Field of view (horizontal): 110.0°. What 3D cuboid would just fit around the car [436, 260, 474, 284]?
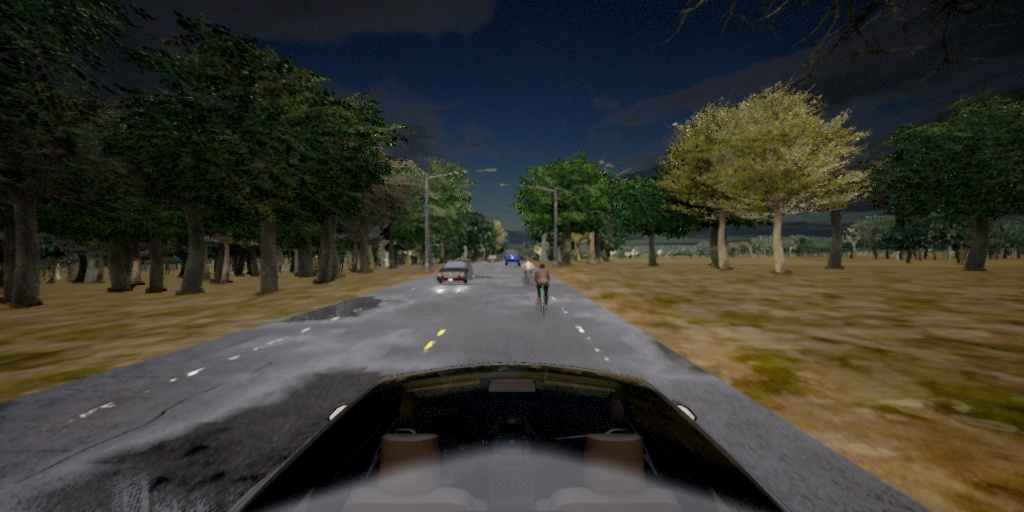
[{"bbox_3d":[-3.589,0.982,23.646,2.033,1.411,5.357,0,1,0],"label":"car"}]

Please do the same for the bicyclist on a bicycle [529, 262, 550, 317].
[{"bbox_3d":[0.964,1.057,11.407,0.582,1.620,1.656,0,1,0],"label":"bicyclist on a bicycle"}]

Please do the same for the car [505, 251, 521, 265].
[{"bbox_3d":[0.097,0.318,53.407,2.150,2.045,5.566,0,0,0],"label":"car"}]

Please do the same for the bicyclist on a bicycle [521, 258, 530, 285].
[{"bbox_3d":[0.972,0.900,21.527,0.866,1.612,1.509,0,1,0],"label":"bicyclist on a bicycle"}]

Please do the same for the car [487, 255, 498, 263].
[{"bbox_3d":[-3.503,0.516,65.206,1.882,1.535,5.008,0,0,0],"label":"car"}]
